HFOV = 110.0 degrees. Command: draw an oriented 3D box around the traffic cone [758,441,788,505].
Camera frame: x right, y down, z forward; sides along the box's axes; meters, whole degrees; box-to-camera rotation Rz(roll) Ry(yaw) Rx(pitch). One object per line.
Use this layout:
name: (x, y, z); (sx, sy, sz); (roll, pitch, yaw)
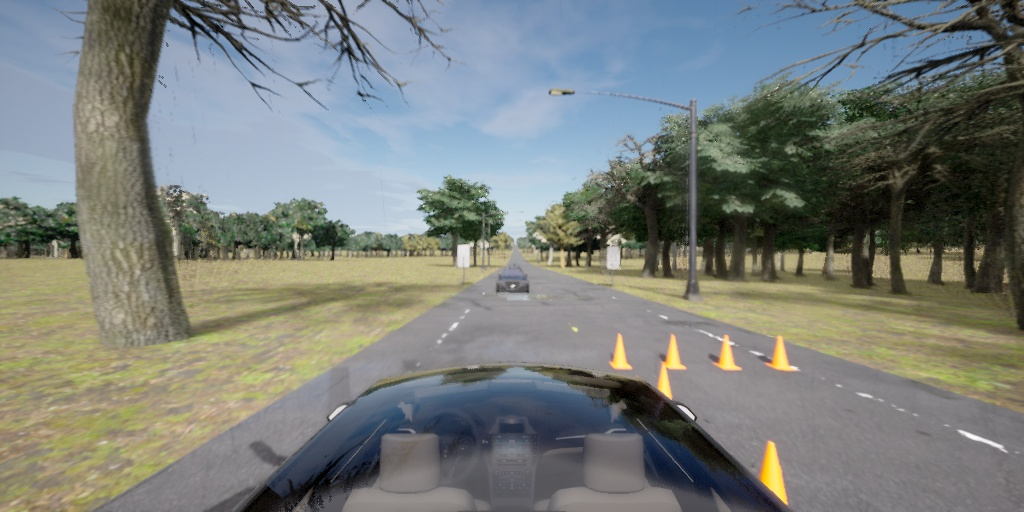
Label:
traffic cone: (1.996, 1.731, 2.765); (0.340, 0.580, 0.340); (0, 0, 0)

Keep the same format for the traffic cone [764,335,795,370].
traffic cone: (5.027, 1.792, 6.739); (0.340, 0.580, 0.340); (0, 0, 1)

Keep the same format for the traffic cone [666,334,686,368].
traffic cone: (3.029, 1.775, 6.757); (0.340, 0.580, 0.340); (0, 0, 1)

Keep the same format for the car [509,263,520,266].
car: (0.372, 1.727, 49.249); (1.837, 1.490, 4.892); (0, -1, 0)

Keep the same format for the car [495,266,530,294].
car: (0.049, 1.505, 22.115); (1.994, 1.385, 4.181); (0, -1, 0)

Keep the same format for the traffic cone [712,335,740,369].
traffic cone: (4.028, 1.783, 6.748); (0.340, 0.580, 0.340); (0, 0, 1)

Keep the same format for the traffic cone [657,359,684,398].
traffic cone: (2.013, 1.749, 4.765); (0.340, 0.580, 0.340); (0, 0, 0)

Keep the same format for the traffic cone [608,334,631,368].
traffic cone: (2.029, 1.767, 6.765); (0.340, 0.580, 0.340); (0, 0, 0)
